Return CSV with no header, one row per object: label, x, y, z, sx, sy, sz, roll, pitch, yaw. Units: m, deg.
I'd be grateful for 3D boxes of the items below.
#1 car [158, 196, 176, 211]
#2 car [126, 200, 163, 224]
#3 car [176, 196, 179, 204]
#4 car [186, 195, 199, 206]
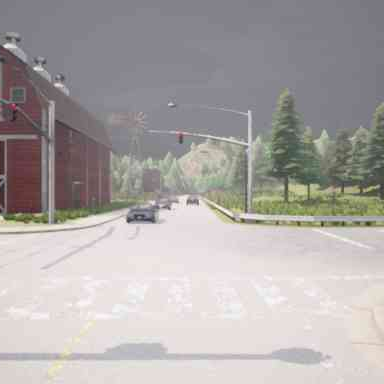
car,-3.516,1.472,41.027,2.128,1.511,4.902,0,0,0
car,-3.551,1.552,24.480,1.994,1.385,4.181,0,0,0
car,-3.411,1.496,61.951,1.812,1.442,4.674,0,0,1
car,0.112,1.326,55.632,2.097,1.767,4.553,0,0,0
